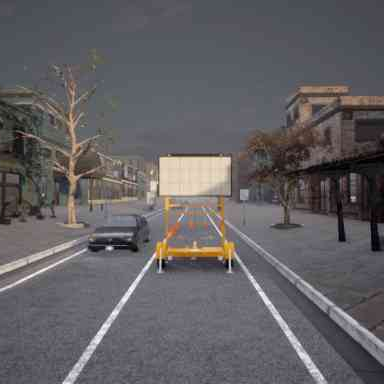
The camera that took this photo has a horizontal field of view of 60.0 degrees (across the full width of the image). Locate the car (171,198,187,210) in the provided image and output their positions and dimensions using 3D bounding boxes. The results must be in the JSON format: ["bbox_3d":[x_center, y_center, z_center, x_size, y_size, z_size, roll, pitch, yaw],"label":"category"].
[{"bbox_3d":[-2.523,2.258,57.179,2.128,1.511,4.902,0,-1,1],"label":"car"}]

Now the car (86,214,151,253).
[{"bbox_3d":[-2.960,1.691,14.681,2.033,1.411,5.357,0,-1,1],"label":"car"}]

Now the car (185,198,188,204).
[{"bbox_3d":[-2.113,2.483,90.484,2.128,1.511,4.902,0,0,1],"label":"car"}]

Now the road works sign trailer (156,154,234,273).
[{"bbox_3d":[0.105,0.552,10.933,2.380,3.560,2.880,0,-1,1],"label":"road works sign trailer"}]
